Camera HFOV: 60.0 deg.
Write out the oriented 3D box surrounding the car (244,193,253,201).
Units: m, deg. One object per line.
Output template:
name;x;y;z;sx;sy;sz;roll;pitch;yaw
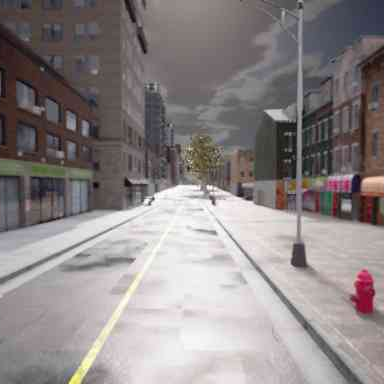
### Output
car;12.710;0.838;64.414;5.009;1.841;2.192;1;1;0
